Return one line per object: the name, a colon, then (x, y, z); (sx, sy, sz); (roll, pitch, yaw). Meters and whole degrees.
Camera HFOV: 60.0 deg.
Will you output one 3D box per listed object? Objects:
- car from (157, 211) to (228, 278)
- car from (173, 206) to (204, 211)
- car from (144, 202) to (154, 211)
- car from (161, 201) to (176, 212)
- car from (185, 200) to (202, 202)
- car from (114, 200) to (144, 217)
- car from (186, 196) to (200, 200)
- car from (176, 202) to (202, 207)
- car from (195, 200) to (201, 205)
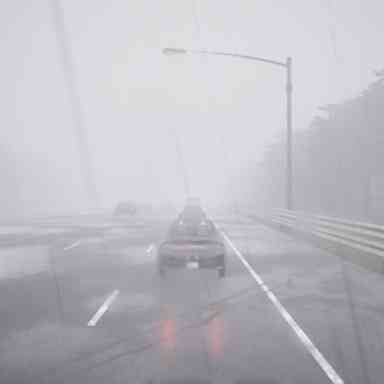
car: (0.010, 1.572, 10.424); (2.128, 1.511, 4.902); (0, -1, 0)
car: (0.018, 1.760, 20.602); (1.895, 1.301, 4.718); (0, 0, 0)
car: (-6.701, 2.064, 47.769); (1.895, 1.301, 4.718); (0, -1, 2)
car: (-3.238, 1.977, 46.751); (2.033, 1.411, 5.357); (0, -1, 2)
car: (0.061, 1.851, 34.549); (1.994, 1.385, 4.181); (0, -1, 1)
car: (-6.913, 1.687, 36.083); (2.097, 1.767, 4.553); (0, 0, 1)
car: (0.205, 1.615, 45.245); (2.150, 2.045, 5.566); (0, 0, 2)
car: (0.025, 1.764, 26.880); (2.033, 1.411, 5.357); (0, -1, 0)
car: (1.715, 2.876, 93.918); (1.895, 1.301, 4.718); (0, -1, 1)
